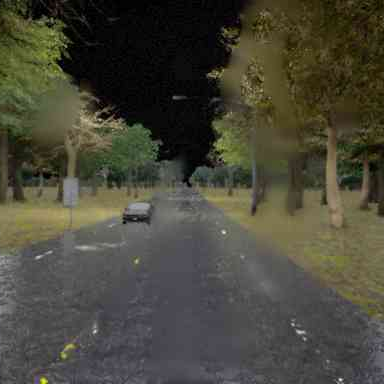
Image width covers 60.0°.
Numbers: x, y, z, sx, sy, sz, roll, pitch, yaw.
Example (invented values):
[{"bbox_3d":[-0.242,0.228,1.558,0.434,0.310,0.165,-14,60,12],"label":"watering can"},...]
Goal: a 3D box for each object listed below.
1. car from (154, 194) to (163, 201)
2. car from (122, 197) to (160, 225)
[{"bbox_3d":[-6.469,1.098,64.102,1.895,1.301,4.718,0,1,-5],"label":"car"},{"bbox_3d":[-3.618,1.409,23.528,1.882,1.535,5.008,0,0,0],"label":"car"}]
